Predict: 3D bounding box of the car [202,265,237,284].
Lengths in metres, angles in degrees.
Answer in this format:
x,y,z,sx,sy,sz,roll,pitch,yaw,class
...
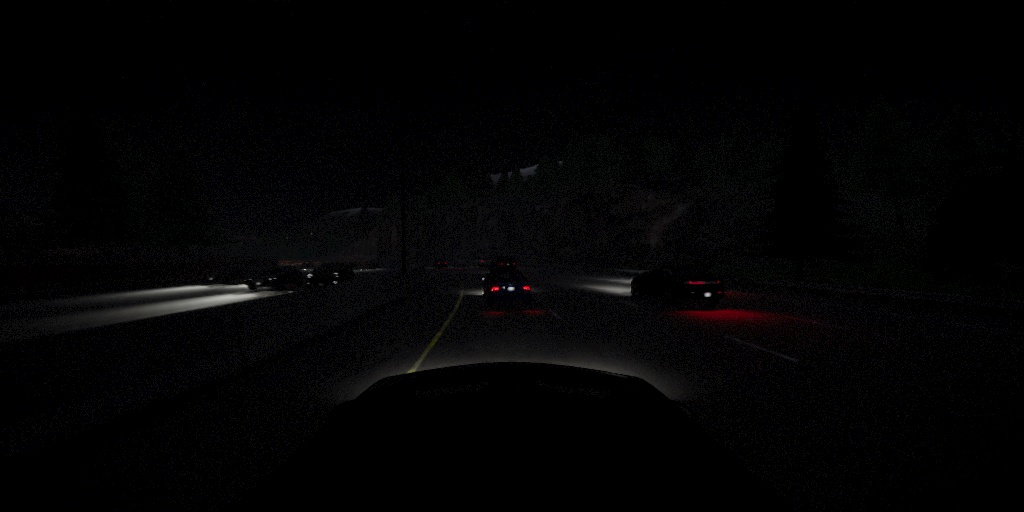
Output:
x,y,z,sx,sy,sz,roll,pitch,yaw,class
-24.315,1.550,30.750,2.128,1.511,4.902,-1,0,-12,car

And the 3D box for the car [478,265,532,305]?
x,y,z,sx,sy,sz,roll,pitch,yaw,class
-0.323,1.301,16.139,2.033,1.411,5.357,-1,0,-7,car

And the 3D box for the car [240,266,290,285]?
x,y,z,sx,sy,sz,roll,pitch,yaw,class
-20.611,1.575,30.139,1.994,1.385,4.181,-1,0,-12,car

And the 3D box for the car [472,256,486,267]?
x,y,z,sx,sy,sz,roll,pitch,yaw,class
-5.382,1.036,64.288,2.150,2.045,5.566,0,0,-23,car

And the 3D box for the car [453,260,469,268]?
x,y,z,sx,sy,sz,roll,pitch,yaw,class
-9.156,1.388,64.047,1.812,1.442,4.674,0,0,-24,car

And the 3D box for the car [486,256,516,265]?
x,y,z,sx,sy,sz,roll,pitch,yaw,class
-1.087,0.983,40.685,2.150,2.045,5.566,0,0,-15,car

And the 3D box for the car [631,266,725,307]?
x,y,z,sx,sy,sz,roll,pitch,yaw,class
6.673,1.156,15.021,2.128,1.511,4.902,-1,0,-5,car

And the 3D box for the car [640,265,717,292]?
x,y,z,sx,sy,sz,roll,pitch,yaw,class
9.685,1.227,21.344,1.895,1.301,4.718,-1,0,-7,car

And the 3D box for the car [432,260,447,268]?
x,y,z,sx,sy,sz,roll,pitch,yaw,class
-12.830,1.433,63.646,1.812,1.442,4.674,0,0,-24,car

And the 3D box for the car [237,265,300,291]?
x,y,z,sx,sy,sz,roll,pitch,yaw,class
-15.986,1.444,24.467,2.128,1.511,4.902,-1,0,-9,car

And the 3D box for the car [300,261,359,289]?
x,y,z,sx,sy,sz,roll,pitch,yaw,class
-12.544,1.259,25.040,2.097,1.767,4.553,-1,0,-9,car
